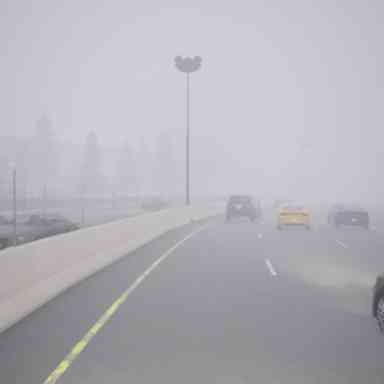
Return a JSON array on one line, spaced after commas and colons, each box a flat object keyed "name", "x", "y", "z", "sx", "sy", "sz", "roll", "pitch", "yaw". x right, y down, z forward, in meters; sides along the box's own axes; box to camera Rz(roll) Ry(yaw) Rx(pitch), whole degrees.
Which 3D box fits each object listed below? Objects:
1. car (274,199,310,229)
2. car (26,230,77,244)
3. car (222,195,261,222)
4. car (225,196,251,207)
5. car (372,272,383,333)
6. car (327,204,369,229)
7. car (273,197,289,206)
[{"name": "car", "x": 6.527, "y": 1.491, "z": 21.718, "sx": 1.882, "sy": 1.535, "sz": 5.008, "roll": 0, "pitch": 0, "yaw": 14}, {"name": "car", "x": -6.037, "y": 1.525, "z": 12.776, "sx": 1.994, "sy": 1.385, "sz": 4.181, "roll": 0, "pitch": 0, "yaw": 8}, {"name": "car", "x": 4.209, "y": 1.222, "z": 26.803, "sx": 2.150, "sy": 2.045, "sz": 5.566, "roll": 0, "pitch": 0, "yaw": 18}, {"name": "car", "x": 7.126, "y": 1.484, "z": 51.027, "sx": 2.128, "sy": 1.511, "sz": 4.902, "roll": 0, "pitch": 0, "yaw": 31}, {"name": "car", "x": 3.804, "y": 1.507, "z": 3.535, "sx": 2.128, "sy": 1.511, "sz": 4.902, "roll": 0, "pitch": 0, "yaw": 2}, {"name": "car", "x": 10.245, "y": 1.509, "z": 22.119, "sx": 1.882, "sy": 1.535, "sz": 5.008, "roll": 0, "pitch": 0, "yaw": 15}, {"name": "car", "x": 13.004, "y": 1.531, "z": 47.374, "sx": 1.837, "sy": 1.490, "sz": 4.892, "roll": 0, "pitch": 0, "yaw": 30}]
